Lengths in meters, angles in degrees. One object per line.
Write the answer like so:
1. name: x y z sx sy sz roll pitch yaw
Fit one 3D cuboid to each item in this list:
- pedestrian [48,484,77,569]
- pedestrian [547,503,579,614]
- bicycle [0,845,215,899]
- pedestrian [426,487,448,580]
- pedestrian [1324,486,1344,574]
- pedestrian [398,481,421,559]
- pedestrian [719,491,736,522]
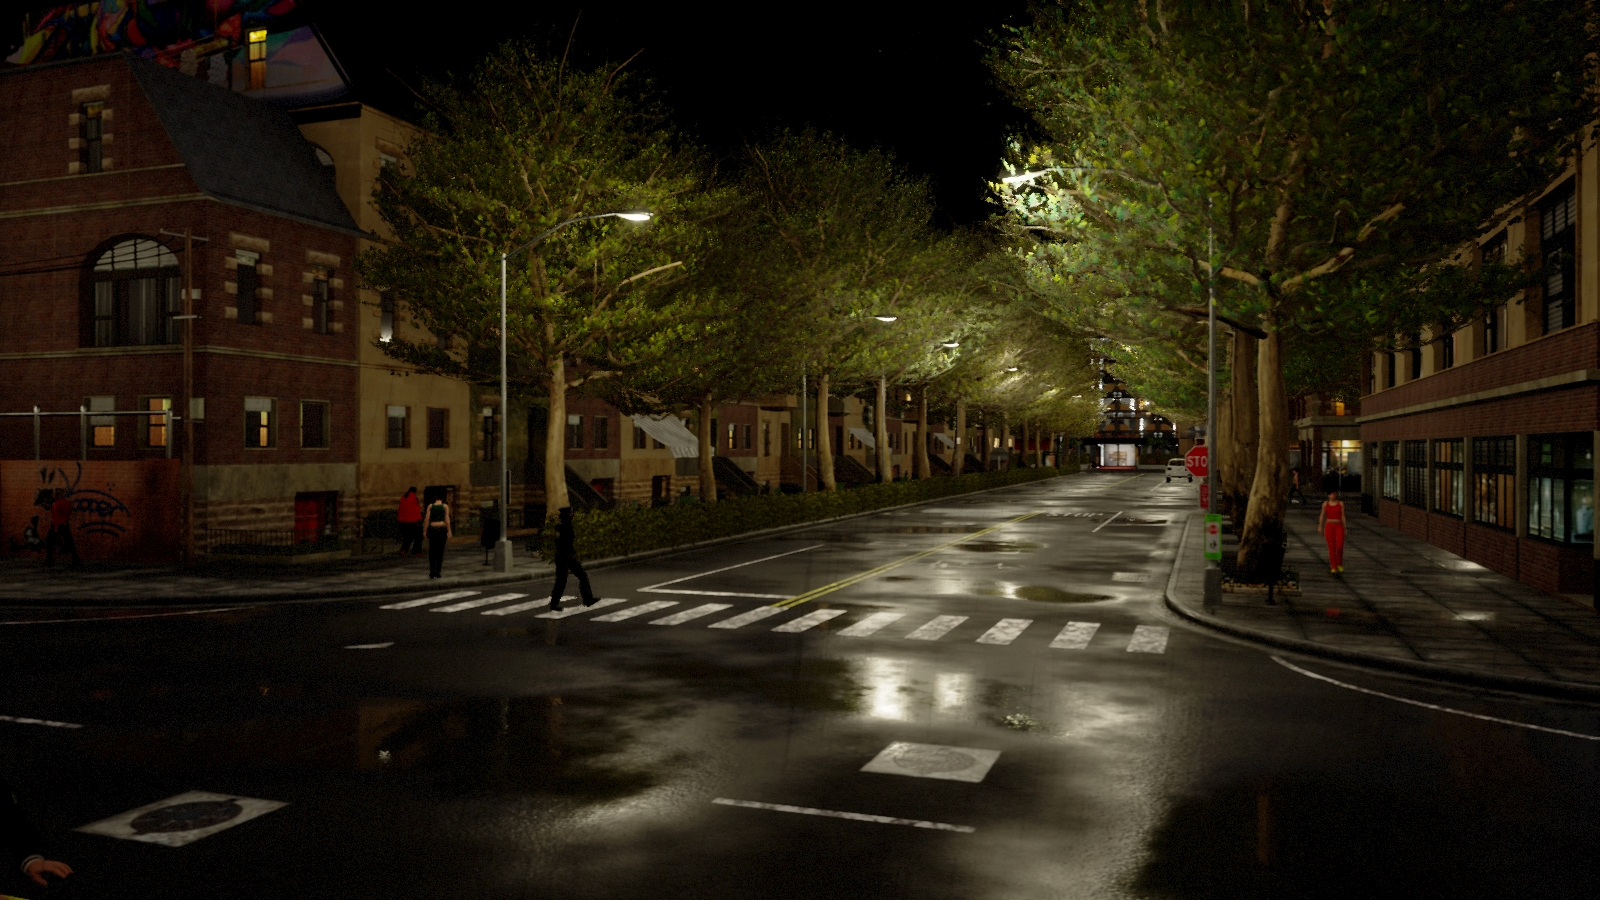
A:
1. pedestrian: -16.299 1.681 25.246 0.375 1.860 0.375 0 0 16
2. pedestrian: -4.062 1.842 19.592 0.375 1.860 0.375 0 0 23
3. bicycle: -3.116 2.207 4.453 1.835 1.171 0.329 0 0 20
4. pedestrian: -7.373 1.687 23.233 0.375 1.860 0.375 0 0 -10
5. pedestrian: 11.424 1.697 24.429 0.375 1.860 0.375 0 0 26
6. pedestrian: -9.415 1.685 27.577 0.375 1.860 0.375 0 0 18
7. pedestrian: -2.672 2.066 42.064 0.500 1.100 0.500 0 0 19
